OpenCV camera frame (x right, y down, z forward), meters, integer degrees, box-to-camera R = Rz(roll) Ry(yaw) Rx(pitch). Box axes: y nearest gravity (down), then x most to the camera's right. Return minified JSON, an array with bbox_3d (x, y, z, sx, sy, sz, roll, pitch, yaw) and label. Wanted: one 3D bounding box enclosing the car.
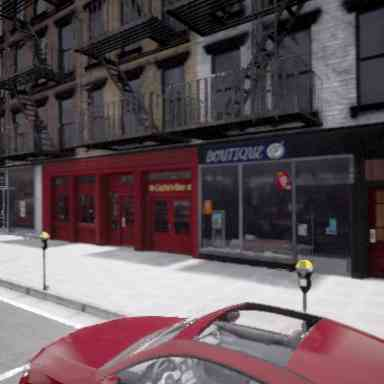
[{"bbox_3d":[0.323,1.596,2.579,4.206,1.307,1.802,-1,0,35],"label":"car"}]
